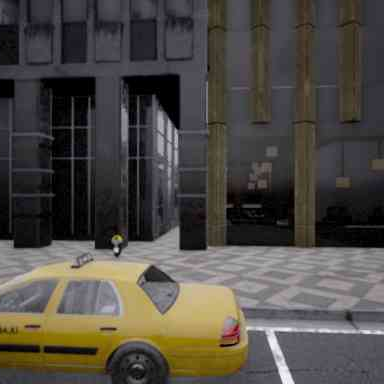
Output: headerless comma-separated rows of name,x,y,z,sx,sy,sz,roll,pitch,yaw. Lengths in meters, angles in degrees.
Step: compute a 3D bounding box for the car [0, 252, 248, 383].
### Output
car,-1.720,1.524,4.450,4.829,1.417,1.752,0,0,5
